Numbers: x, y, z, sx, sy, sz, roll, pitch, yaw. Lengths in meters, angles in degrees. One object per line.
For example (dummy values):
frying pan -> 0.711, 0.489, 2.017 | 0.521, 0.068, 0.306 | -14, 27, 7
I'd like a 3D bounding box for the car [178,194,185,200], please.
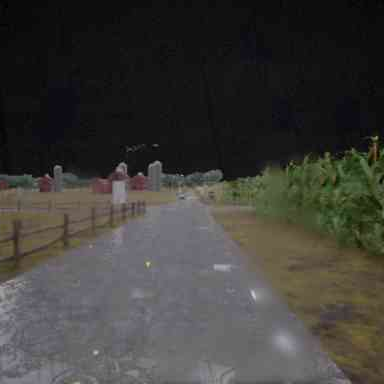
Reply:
car -> -2.762, 1.298, 88.218 | 1.882, 1.535, 5.008 | 0, 0, 0
